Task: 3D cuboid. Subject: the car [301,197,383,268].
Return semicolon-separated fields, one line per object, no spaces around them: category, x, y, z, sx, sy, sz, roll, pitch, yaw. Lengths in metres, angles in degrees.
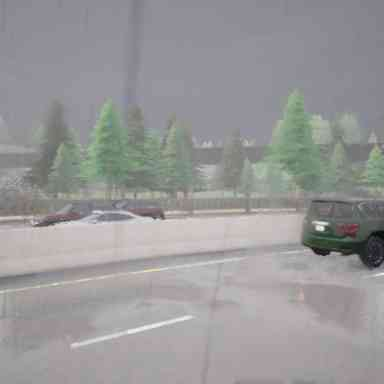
car;6.276;1.199;11.406;5.566;2.045;2.150;0;0;-28

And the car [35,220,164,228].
car;-3.757;1.467;13.826;4.674;1.442;1.812;0;0;-32

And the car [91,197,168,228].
car;-4.083;1.265;21.787;4.553;1.767;2.097;0;0;-30
